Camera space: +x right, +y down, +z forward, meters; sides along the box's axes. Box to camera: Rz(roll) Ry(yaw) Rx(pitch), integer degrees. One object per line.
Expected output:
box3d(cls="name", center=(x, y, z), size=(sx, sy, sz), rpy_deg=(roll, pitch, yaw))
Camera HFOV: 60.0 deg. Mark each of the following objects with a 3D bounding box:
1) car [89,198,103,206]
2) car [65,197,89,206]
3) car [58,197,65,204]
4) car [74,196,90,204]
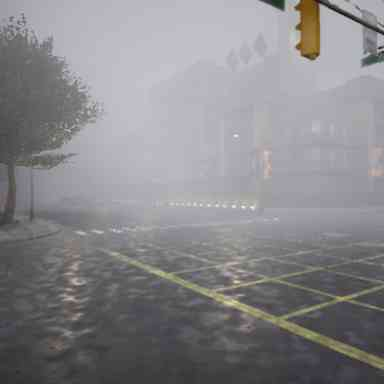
box3d(cls="car", center=(-18.204, 1.851, 62.854), size=(1.812, 1.442, 4.674), rpy_deg=(0, 0, -34))
box3d(cls="car", center=(-21.079, 1.686, 60.856), size=(2.097, 1.767, 4.553), rpy_deg=(0, 0, -34))
box3d(cls="car", center=(-26.194, 1.748, 68.503), size=(1.882, 1.535, 5.008), rpy_deg=(0, 0, -34))
box3d(cls="car", center=(-23.289, 1.740, 70.455), size=(1.882, 1.535, 5.008), rpy_deg=(0, 0, -34))
